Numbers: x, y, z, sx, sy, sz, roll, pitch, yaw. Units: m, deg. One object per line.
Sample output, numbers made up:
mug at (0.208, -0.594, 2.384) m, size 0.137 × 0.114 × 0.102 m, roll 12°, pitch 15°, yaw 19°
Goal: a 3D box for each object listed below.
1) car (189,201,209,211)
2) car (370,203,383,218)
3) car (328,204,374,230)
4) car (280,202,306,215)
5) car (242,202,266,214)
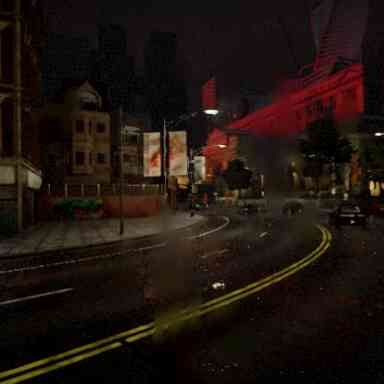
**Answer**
car at (1.119, 2.263, 55.424) m, size 2.097 × 1.767 × 4.553 m, roll -1°, pitch -1°, yaw -18°
car at (18.941, 1.799, 33.980) m, size 2.002 × 1.452 × 4.674 m, roll -1°, pitch -1°, yaw 1°
car at (10.717, 1.718, 23.233) m, size 2.128 × 1.511 × 4.902 m, roll -1°, pitch -1°, yaw 15°
car at (12.098, 1.991, 39.987) m, size 1.837 × 1.490 × 4.892 m, roll 0°, pitch -1°, yaw -4°
car at (8.017, 2.095, 43.309) m, size 2.128 × 1.511 × 4.902 m, roll -1°, pitch -1°, yaw -10°
